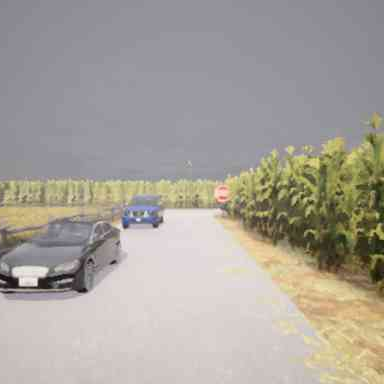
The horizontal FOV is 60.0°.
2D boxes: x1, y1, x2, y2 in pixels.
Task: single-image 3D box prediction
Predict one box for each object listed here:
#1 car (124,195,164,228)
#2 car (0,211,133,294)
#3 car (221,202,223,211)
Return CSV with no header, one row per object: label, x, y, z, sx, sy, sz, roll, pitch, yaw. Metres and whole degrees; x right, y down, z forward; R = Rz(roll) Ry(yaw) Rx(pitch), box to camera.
car,-3.145,1.237,22.433,2.150,2.045,5.566,0,1,1
car,-3.193,1.502,8.959,2.128,1.511,4.902,0,0,0
car,5.622,1.392,37.809,4.553,1.767,2.097,0,0,-22
